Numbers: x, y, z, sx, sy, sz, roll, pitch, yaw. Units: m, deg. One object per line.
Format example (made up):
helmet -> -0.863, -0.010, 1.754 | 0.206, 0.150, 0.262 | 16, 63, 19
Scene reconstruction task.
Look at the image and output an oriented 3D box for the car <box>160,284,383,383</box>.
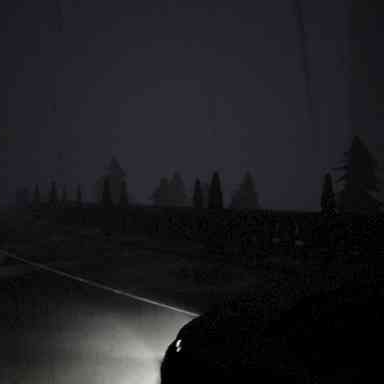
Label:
car -> 1.737, 1.569, 2.902 | 4.181, 1.385, 1.994 | 0, 0, 36
